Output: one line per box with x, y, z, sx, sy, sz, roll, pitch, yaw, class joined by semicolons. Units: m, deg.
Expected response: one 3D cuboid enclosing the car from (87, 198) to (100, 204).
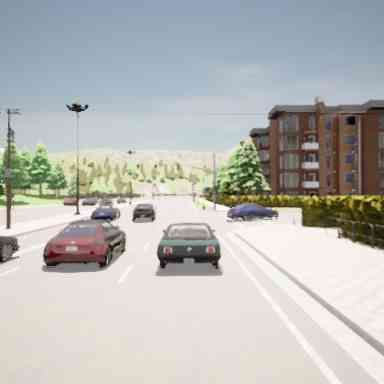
-24.764;2.291;83.667;1.812;1.442;4.674;0;0;-1;car

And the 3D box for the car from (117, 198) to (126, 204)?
-17.767;2.253;83.892;1.812;1.442;4.674;0;0;-1;car

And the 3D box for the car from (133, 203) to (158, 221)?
-4.206;1.757;29.946;1.837;1.490;4.892;0;-1;-3;car

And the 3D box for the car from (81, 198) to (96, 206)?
-20.980;2.181;67.451;1.994;1.385;4.181;0;0;-1;car

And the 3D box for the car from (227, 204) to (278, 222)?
5.255;1.717;28.643;4.674;1.442;1.812;0;-1;-27;car

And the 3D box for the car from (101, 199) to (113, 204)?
-21.266;2.351;83.833;1.895;1.301;4.718;0;0;-1;car

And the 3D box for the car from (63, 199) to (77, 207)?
-24.476;2.124;67.187;1.882;1.535;5.008;0;0;-1;car

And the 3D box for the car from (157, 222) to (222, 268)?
-0.107;1.691;11.659;1.895;1.301;4.718;0;0;-1;car

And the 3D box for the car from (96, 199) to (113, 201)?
-17.480;2.110;67.483;1.837;1.490;4.892;0;0;-1;car

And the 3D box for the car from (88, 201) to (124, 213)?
-7.723;1.837;30.183;1.994;1.385;4.181;0;0;-3;car

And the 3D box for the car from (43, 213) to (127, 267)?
-3.612;1.676;11.910;1.994;1.385;4.181;0;0;-1;car

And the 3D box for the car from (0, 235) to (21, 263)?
-7.076;1.659;9.523;2.033;1.411;5.357;0;0;-1;car
